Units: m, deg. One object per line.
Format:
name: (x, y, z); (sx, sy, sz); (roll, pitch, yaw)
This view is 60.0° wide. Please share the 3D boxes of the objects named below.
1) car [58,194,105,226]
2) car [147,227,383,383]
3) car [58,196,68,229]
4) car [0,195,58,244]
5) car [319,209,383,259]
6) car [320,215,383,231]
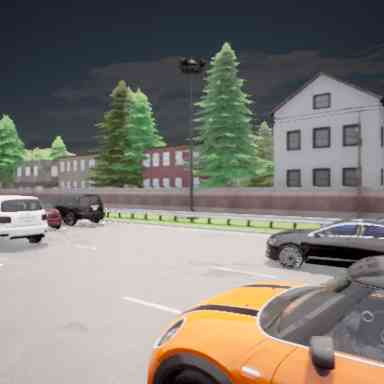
car: (-8.395, 1.165, 22.867); (5.566, 2.045, 2.150); (0, 0, 35)
car: (1.778, 1.351, 2.723); (4.553, 1.767, 2.097); (0, 0, 35)
car: (-9.721, 1.298, 19.516); (4.553, 1.767, 2.097); (0, 0, 35)
car: (-8.492, 1.179, 14.339); (5.566, 2.045, 2.150); (0, 0, 35)
car: (7.310, 1.475, 11.675); (5.008, 1.535, 1.882); (0, 0, 35)
car: (4.534, 1.488, 9.356); (4.902, 1.511, 2.128); (0, 0, 35)
